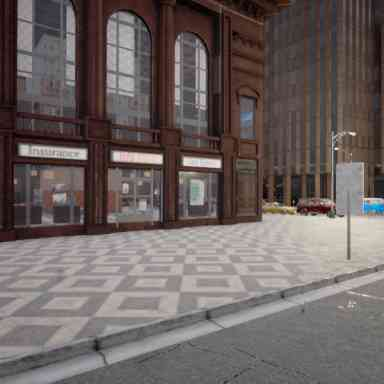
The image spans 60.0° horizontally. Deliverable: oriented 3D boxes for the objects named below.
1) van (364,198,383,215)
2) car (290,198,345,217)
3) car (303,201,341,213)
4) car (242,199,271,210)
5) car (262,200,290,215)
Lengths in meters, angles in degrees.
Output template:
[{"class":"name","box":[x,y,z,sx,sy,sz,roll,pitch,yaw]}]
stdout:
[{"class":"van","box":[19.611,1.588,37.575,1.690,1.788,3.998,-1,0,-35]},{"class":"car","box":[12.650,1.522,32.654,2.192,1.841,5.009,0,0,-35]},{"class":"car","box":[16.372,1.897,42.170,1.802,1.307,4.206,-1,0,-35]},{"class":"car","box":[9.886,1.891,51.361,1.967,1.590,4.097,-1,0,-35]},{"class":"car","box":[9.508,1.798,37.109,1.752,1.417,4.829,0,0,-35]}]
